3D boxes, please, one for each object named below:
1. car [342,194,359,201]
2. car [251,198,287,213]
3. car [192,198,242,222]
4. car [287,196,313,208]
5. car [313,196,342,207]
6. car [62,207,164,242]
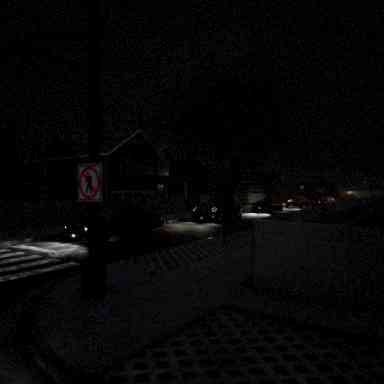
[{"bbox_3d":[24.588,1.021,51.659,1.882,1.535,5.008,0,1,39],"label":"car"},{"bbox_3d":[7.452,1.317,32.838,1.994,1.385,4.181,0,1,35],"label":"car"},{"bbox_3d":[1.908,1.186,24.644,2.097,1.767,4.553,0,1,34],"label":"car"},{"bbox_3d":[13.085,1.196,41.082,1.812,1.442,4.674,0,1,34],"label":"car"},{"bbox_3d":[16.229,1.213,40.536,2.033,1.411,5.357,0,1,36],"label":"car"},{"bbox_3d":[-3.608,1.460,16.446,2.033,1.411,5.357,0,1,34],"label":"car"}]
